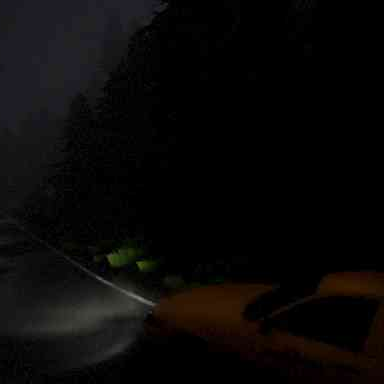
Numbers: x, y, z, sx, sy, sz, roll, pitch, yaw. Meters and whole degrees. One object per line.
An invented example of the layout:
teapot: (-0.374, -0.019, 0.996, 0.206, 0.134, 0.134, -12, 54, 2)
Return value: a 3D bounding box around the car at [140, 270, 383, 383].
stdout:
car: (1.747, 1.468, 3.326, 5.366, 1.575, 1.801, 0, 0, 39)
